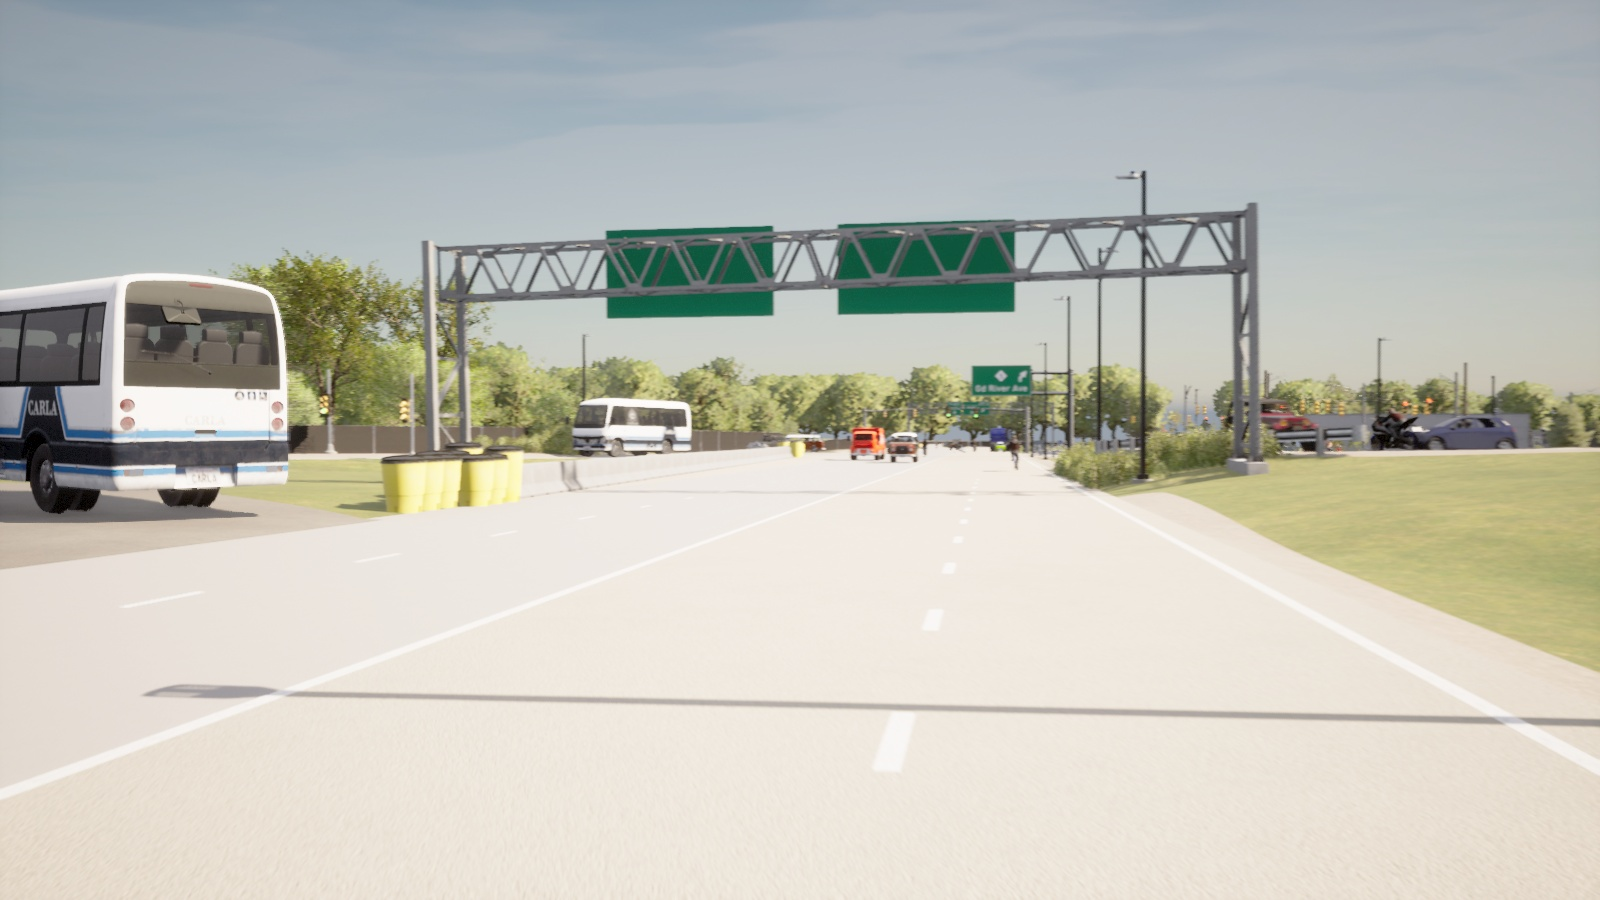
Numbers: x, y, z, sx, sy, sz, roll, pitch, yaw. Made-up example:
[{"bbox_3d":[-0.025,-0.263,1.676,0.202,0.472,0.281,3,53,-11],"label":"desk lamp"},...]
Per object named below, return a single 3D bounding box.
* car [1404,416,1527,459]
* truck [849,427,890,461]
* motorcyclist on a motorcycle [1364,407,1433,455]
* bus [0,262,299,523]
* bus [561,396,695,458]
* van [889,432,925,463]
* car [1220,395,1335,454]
[{"bbox_3d":[24.919,-0.456,47.091,3.633,1.501,1.845,1,-2,5],"label":"car"},{"bbox_3d":[5.306,-0.461,95.284,2.627,2.467,5.204,0,0,9],"label":"truck"},{"bbox_3d":[19.973,-0.611,41.963,0.866,1.530,2.191,0,-1,-14],"label":"motorcyclist on a motorcycle"},{"bbox_3d":[-14.706,-1.087,25.142,10.273,4.253,3.944,2,2,37],"label":"bus"},{"bbox_3d":[-12.395,-1.617,91.818,3.944,4.253,10.273,1,0,33],"label":"bus"},{"bbox_3d":[7.294,-0.164,85.290,2.069,2.038,4.480,0,0,9],"label":"van"},{"bbox_3d":[16.116,-0.819,42.611,1.905,1.878,3.866,0,-1,-10],"label":"car"}]
